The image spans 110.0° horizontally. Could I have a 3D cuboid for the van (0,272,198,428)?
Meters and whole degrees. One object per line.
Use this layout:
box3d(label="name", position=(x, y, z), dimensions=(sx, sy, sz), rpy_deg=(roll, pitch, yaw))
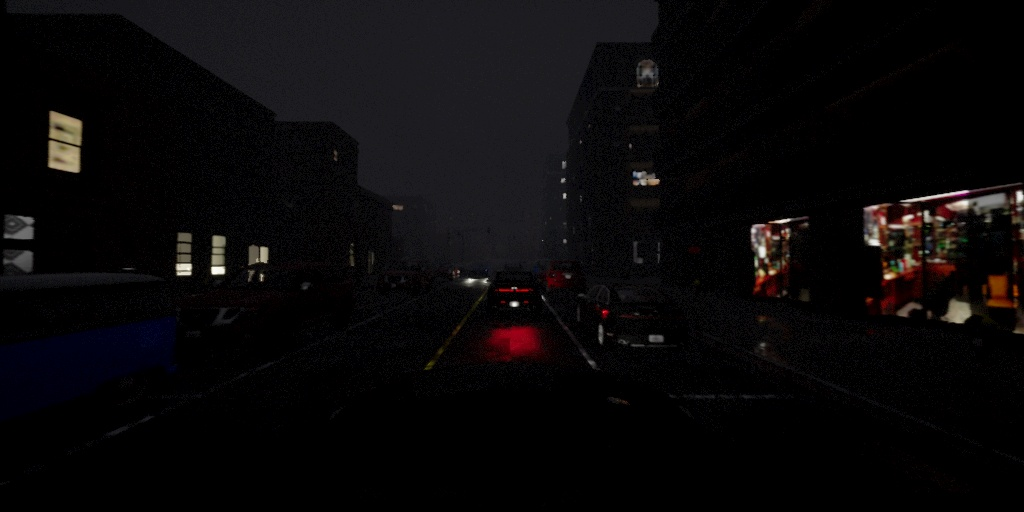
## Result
box3d(label="van", position=(-5.690, 1.094, 3.491), dimensions=(1.690, 1.789, 3.998), rpy_deg=(0, 0, 0))

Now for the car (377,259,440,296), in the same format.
box3d(label="car", position=(-5.690, 1.095, 19.712), dimensions=(2.192, 1.841, 5.009), rpy_deg=(0, 0, 0))

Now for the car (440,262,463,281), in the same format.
box3d(label="car", position=(-5.691, 1.238, 30.527), dimensions=(1.967, 1.591, 4.097), rpy_deg=(0, 0, 0))

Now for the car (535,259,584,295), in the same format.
box3d(label="car", position=(2.690, 1.095, 19.705), dimensions=(2.192, 1.841, 5.009), rpy_deg=(0, 0, 0))

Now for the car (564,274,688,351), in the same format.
box3d(label="car", position=(2.691, 1.313, 8.891), dimensions=(2.007, 1.370, 4.403), rpy_deg=(0, 0, 0))

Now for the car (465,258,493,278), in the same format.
box3d(label="car", position=(-3.091, 1.283, 35.012), dimensions=(1.882, 1.535, 5.008), rpy_deg=(0, 0, 0))

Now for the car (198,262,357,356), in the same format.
box3d(label="car", position=(-5.690, 1.077, 8.898), dimensions=(2.192, 1.841, 5.009), rpy_deg=(0, 0, 0))

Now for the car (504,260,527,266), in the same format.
box3d(label="car", position=(0.083, 1.286, 28.734), dimensions=(2.128, 1.511, 4.902), rpy_deg=(0, 0, 0))

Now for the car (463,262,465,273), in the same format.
box3d(label="car", position=(-5.692, 1.366, 41.341), dimensions=(2.007, 1.370, 4.403), rpy_deg=(0, 0, 0))

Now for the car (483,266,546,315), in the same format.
box3d(label="car", position=(0.083, 1.274, 13.657), dimensions=(1.837, 1.490, 4.892), rpy_deg=(0, 0, 0))

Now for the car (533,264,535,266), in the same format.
box3d(label="car", position=(2.690, 1.229, 25.112), dimensions=(1.967, 1.591, 4.097), rpy_deg=(0, 0, 0))
